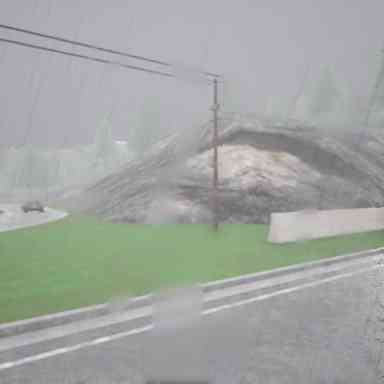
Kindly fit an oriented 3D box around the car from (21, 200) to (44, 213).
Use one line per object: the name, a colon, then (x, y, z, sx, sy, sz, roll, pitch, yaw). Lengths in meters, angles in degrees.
car: (-18.180, 1.560, 37.903, 1.994, 1.385, 4.181, 0, 0, -31)
